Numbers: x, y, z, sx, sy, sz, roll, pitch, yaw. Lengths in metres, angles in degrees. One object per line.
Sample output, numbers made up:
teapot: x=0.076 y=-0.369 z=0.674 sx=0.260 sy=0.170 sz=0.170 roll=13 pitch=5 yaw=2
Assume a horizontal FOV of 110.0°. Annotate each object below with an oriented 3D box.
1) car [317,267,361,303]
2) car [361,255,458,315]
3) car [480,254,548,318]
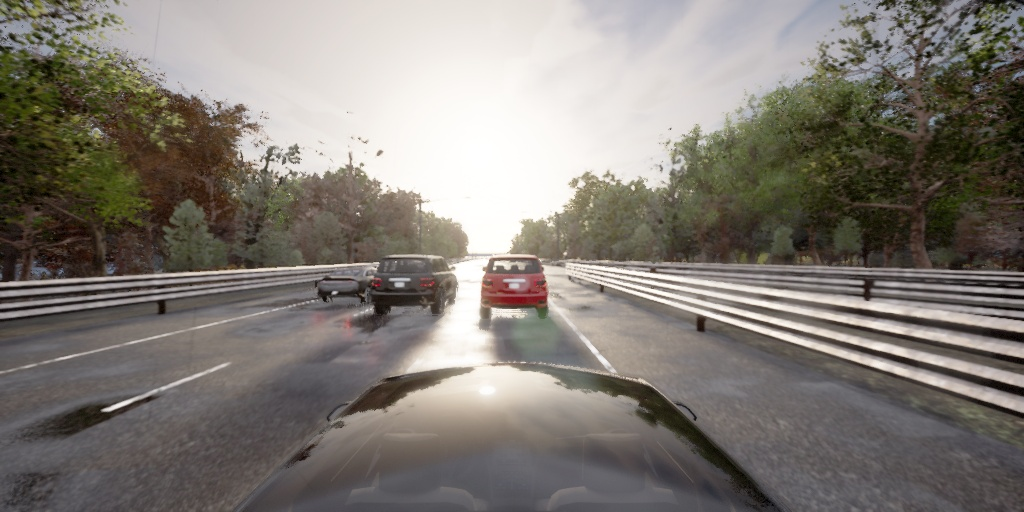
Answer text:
car: x=-6.986 y=1.244 z=16.515 sx=2.128 sy=1.511 sz=4.902 roll=0 pitch=0 yaw=-1
car: x=-3.457 y=0.972 z=13.654 sx=2.150 sy=2.045 sz=5.566 roll=0 pitch=0 yaw=0
car: x=0.047 y=0.970 z=13.200 sx=2.150 sy=2.045 sz=5.566 roll=0 pitch=0 yaw=0
